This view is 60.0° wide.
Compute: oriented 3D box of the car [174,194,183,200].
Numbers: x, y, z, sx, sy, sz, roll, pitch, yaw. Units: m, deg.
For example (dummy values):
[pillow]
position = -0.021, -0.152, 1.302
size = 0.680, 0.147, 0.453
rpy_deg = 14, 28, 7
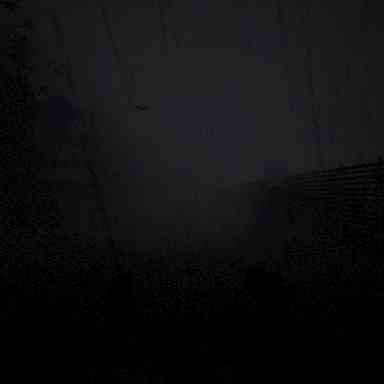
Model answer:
[car]
position = -4.034, 1.471, 94.347
size = 2.128, 1.511, 4.902
rpy_deg = 0, 0, 0
